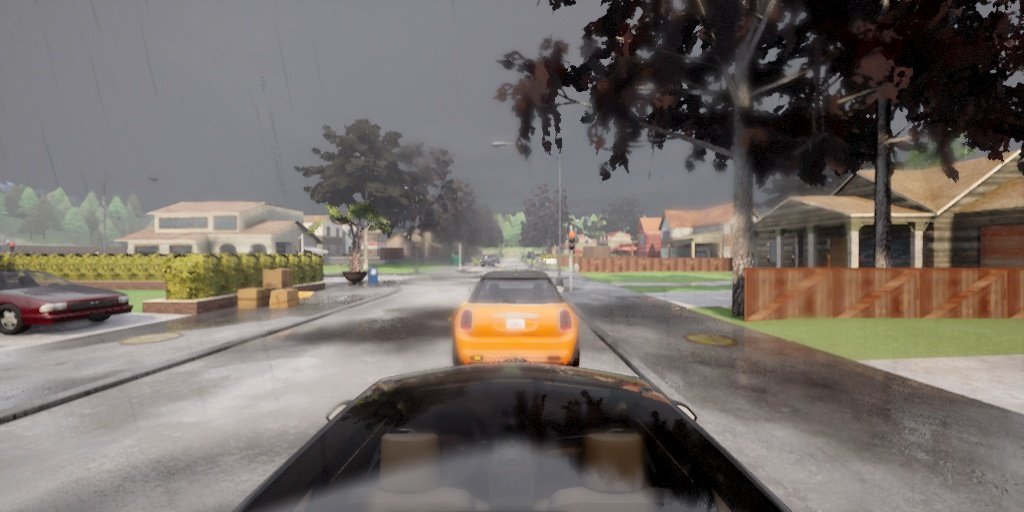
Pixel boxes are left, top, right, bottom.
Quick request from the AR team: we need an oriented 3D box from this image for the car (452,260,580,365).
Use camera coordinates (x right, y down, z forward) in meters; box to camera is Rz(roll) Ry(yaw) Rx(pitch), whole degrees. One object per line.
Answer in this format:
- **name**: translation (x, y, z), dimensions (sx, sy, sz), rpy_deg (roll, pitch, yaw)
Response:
- **car**: translation (0.097, 1.068, 7.734), dimensions (2.097, 1.767, 4.553), rpy_deg (0, 0, 1)

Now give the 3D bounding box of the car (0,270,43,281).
- **car**: translation (-44.126, 0.934, 30.813), dimensions (4.553, 1.767, 2.097), rpy_deg (0, 0, 1)

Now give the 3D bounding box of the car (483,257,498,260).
- **car**: translation (-3.617, 0.998, 54.647), dimensions (2.033, 1.411, 5.357), rpy_deg (0, 0, 1)

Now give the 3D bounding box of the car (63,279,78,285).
- **car**: translation (-29.584, 1.208, 26.566), dimensions (4.718, 1.301, 1.895), rpy_deg (0, 0, 1)
